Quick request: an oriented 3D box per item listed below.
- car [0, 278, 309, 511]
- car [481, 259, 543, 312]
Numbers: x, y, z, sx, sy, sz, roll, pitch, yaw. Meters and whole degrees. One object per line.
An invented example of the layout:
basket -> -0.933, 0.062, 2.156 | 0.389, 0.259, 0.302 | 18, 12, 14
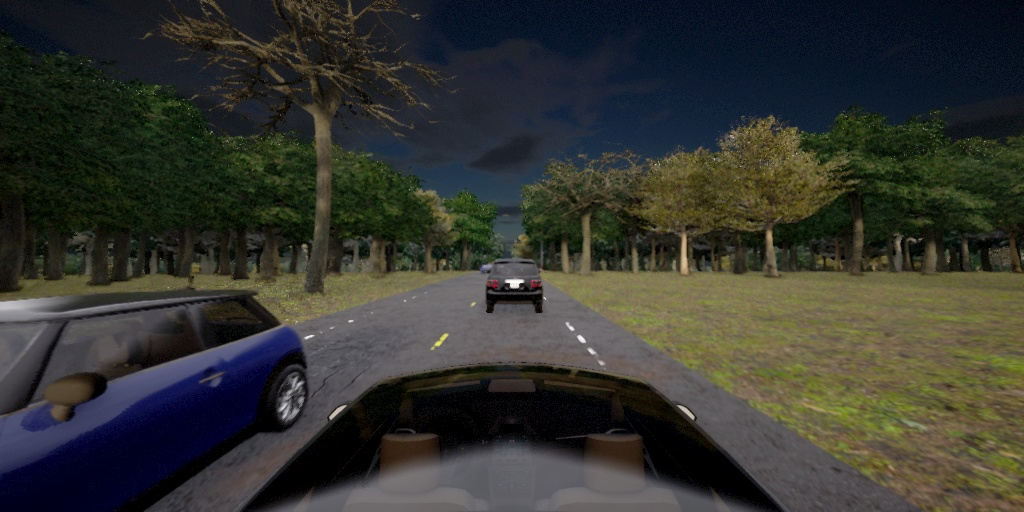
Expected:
car -> -3.597, 1.114, 2.584 | 2.097, 1.767, 4.553 | 0, -1, 0
car -> 0.087, 1.152, 15.272 | 2.150, 2.045, 5.566 | 0, 0, 0
